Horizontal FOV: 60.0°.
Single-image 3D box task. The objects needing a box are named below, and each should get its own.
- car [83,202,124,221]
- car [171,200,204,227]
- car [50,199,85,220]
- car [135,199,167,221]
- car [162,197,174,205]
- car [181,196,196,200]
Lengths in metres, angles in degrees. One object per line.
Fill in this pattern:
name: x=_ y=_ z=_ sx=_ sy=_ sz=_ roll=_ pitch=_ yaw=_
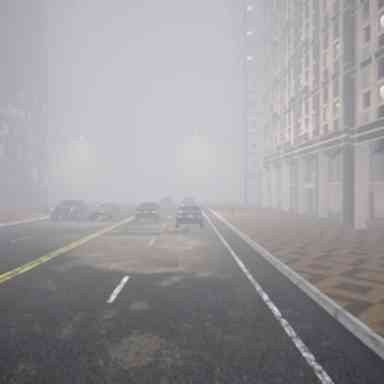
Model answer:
car: x=-6.933 y=1.558 z=27.437 sx=2.033 sy=1.411 sz=5.357 roll=0 pitch=0 yaw=-1
car: x=-0.173 y=1.530 z=22.661 sx=2.033 sy=1.411 sz=5.357 roll=0 pitch=0 yaw=-1
car: x=-10.188 y=1.378 z=28.078 sx=2.097 sy=1.767 sz=4.553 roll=0 pitch=0 yaw=-1
car: x=-3.481 y=1.541 z=27.226 sx=2.033 sy=1.411 sz=5.357 roll=0 pitch=0 yaw=-1
car: x=-3.786 y=1.441 z=51.236 sx=1.882 sy=1.535 sz=5.008 roll=0 pitch=0 yaw=-1
car: x=-0.527 y=1.450 z=50.644 sx=1.837 sy=1.490 sz=4.892 roll=0 pitch=-1 yaw=-1
